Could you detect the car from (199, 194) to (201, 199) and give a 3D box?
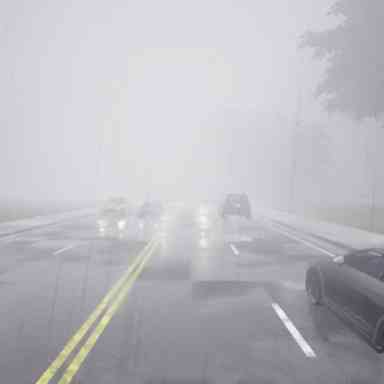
[{"bbox_3d":[3.246,1.324,79.023,1.882,1.535,5.008,0,0,0],"label":"car"}]

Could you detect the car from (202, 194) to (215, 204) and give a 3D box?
[{"bbox_3d":[3.247,1.330,57.048,2.163,1.488,4.792,0,0,0],"label":"car"}]

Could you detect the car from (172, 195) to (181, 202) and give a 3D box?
[{"bbox_3d":[-3.254,1.349,69.758,2.128,1.511,4.902,0,0,0],"label":"car"}]

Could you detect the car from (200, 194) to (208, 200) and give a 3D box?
[{"bbox_3d":[3.245,1.332,90.215,1.801,1.575,5.366,0,0,0],"label":"car"}]

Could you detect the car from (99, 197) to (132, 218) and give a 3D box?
[{"bbox_3d":[-6.597,1.237,29.018,2.097,1.767,4.553,0,0,0],"label":"car"}]

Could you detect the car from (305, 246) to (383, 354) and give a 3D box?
[{"bbox_3d":[3.350,1.540,5.263,1.994,1.385,4.181,0,0,0],"label":"car"}]

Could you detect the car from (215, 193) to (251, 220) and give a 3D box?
[{"bbox_3d":[3.349,1.114,26.860,2.150,2.045,5.566,0,0,0],"label":"car"}]

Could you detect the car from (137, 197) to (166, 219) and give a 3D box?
[{"bbox_3d":[-3.352,1.436,27.948,2.033,1.411,5.357,0,0,0],"label":"car"}]

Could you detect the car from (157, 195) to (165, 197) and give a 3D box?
[{"bbox_3d":[-6.504,1.348,70.175,1.812,1.442,4.674,0,0,0],"label":"car"}]
